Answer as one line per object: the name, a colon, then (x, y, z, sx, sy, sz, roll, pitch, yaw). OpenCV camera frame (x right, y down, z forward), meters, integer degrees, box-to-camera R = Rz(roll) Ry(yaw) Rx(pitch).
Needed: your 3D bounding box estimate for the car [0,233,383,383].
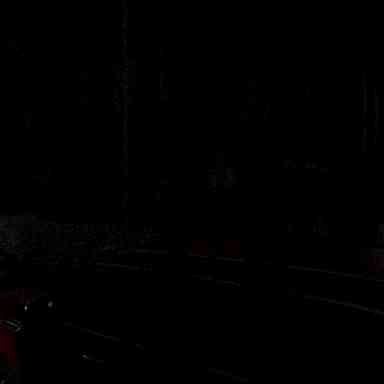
car: (-0.026, 1.328, 2.978, 5.009, 1.841, 2.192, -1, 0, 35)
